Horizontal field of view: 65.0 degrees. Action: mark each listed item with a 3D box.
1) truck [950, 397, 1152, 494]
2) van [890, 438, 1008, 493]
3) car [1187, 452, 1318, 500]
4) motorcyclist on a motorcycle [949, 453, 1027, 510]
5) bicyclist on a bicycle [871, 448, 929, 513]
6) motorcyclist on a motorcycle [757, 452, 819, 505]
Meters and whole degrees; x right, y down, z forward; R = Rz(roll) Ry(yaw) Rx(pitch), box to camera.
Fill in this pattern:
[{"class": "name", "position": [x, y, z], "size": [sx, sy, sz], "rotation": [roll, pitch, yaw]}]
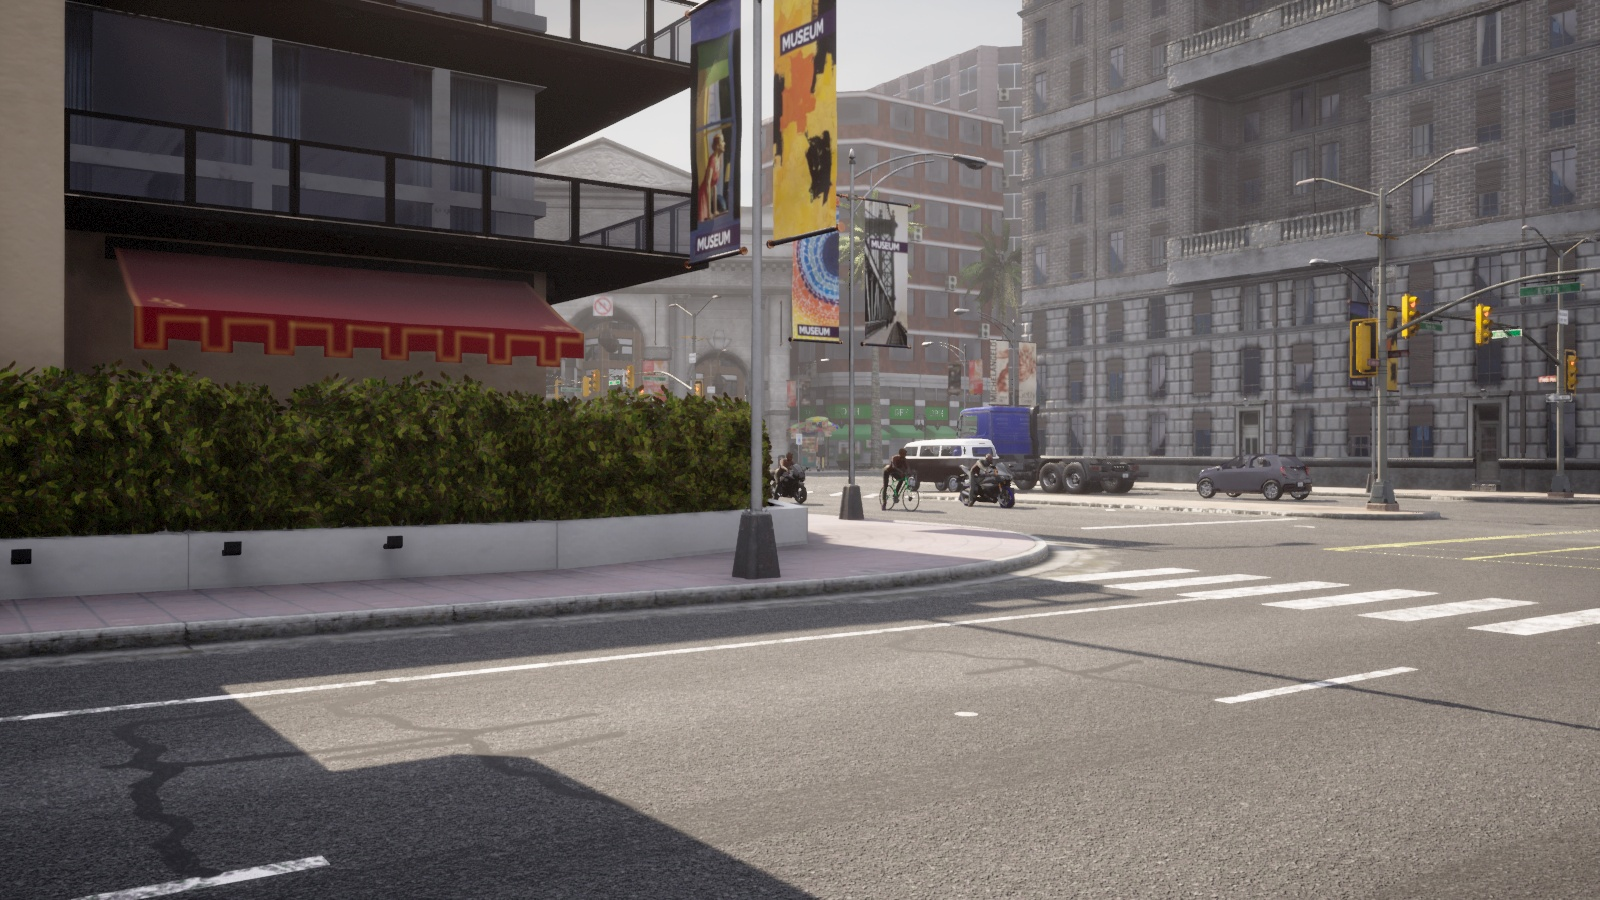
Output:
[{"class": "truck", "position": [9.565, -0.138, 48.807], "size": [2.891, 3.462, 7.936], "rotation": [0, 0, -35]}, {"class": "van", "position": [5.675, 0.574, 48.287], "size": [2.069, 2.038, 4.480], "rotation": [0, 0, -34]}, {"class": "car", "position": [14.795, 0.828, 41.201], "size": [1.845, 1.501, 3.633], "rotation": [0, 0, -35]}, {"class": "motorcyclist on a motorcycle", "position": [5.192, 0.854, 34.869], "size": [0.866, 1.530, 2.191], "rotation": [0, 0, -35]}, {"class": "bicyclist on a bicycle", "position": [2.565, 0.772, 32.513], "size": [0.582, 1.620, 1.656], "rotation": [0, 0, -35]}, {"class": "motorcyclist on a motorcycle", "position": [-0.372, 0.818, 36.784], "size": [0.797, 1.523, 2.044], "rotation": [0, 0, -35]}]
